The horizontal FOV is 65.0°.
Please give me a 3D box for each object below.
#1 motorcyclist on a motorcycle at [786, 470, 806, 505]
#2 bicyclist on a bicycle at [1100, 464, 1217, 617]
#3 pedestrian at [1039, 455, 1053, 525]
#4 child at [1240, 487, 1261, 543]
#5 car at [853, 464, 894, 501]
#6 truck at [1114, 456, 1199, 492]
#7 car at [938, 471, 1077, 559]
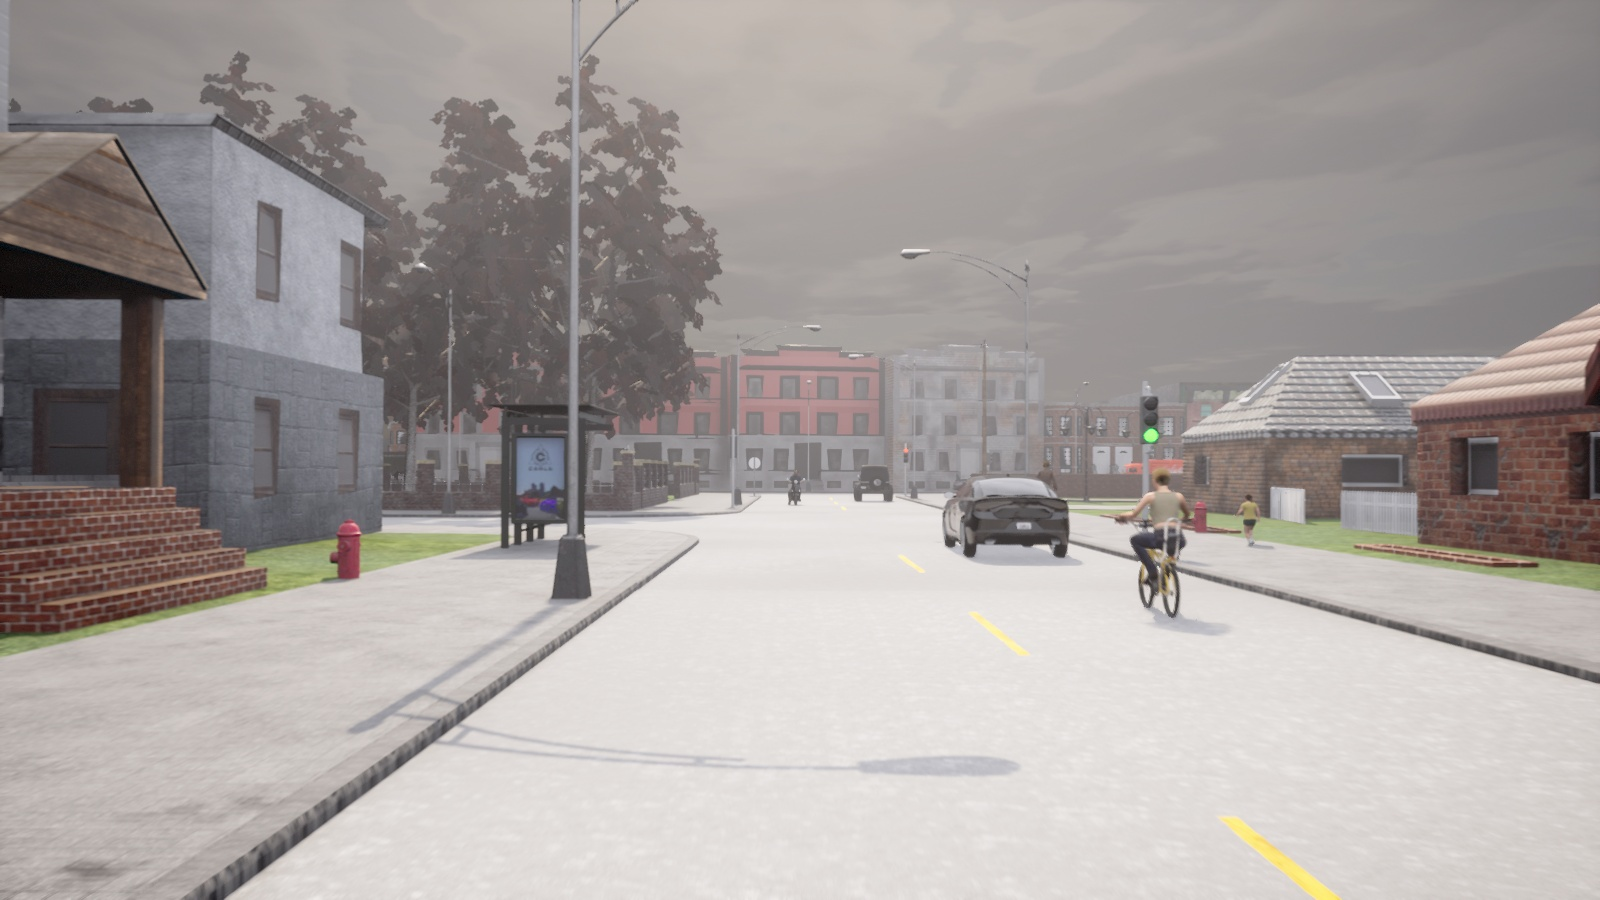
[{"bbox_3d":[-0.185,1.740,58.039,0.866,1.590,1.817,0,-1,-1],"label":"motorcyclist on a motorcycle"},{"bbox_3d":[3.963,0.970,14.002,0.866,1.612,1.509,0,-1,0],"label":"bicyclist on a bicycle"},{"bbox_3d":[6.506,1.051,33.182,0.331,1.846,0.634,0,-1,14],"label":"pedestrian"},{"bbox_3d":[8.982,1.288,25.065,0.255,1.110,0.394,0,-1,-2],"label":"child"},{"bbox_3d":[3.840,1.697,65.792,1.905,1.878,3.866,0,-1,0],"label":"car"},{"bbox_3d":[25.092,1.707,88.454,5.204,2.467,2.627,0,-1,0],"label":"truck"},{"bbox_3d":[3.941,1.190,24.698,1.882,1.535,5.008,0,-1,0],"label":"car"}]
